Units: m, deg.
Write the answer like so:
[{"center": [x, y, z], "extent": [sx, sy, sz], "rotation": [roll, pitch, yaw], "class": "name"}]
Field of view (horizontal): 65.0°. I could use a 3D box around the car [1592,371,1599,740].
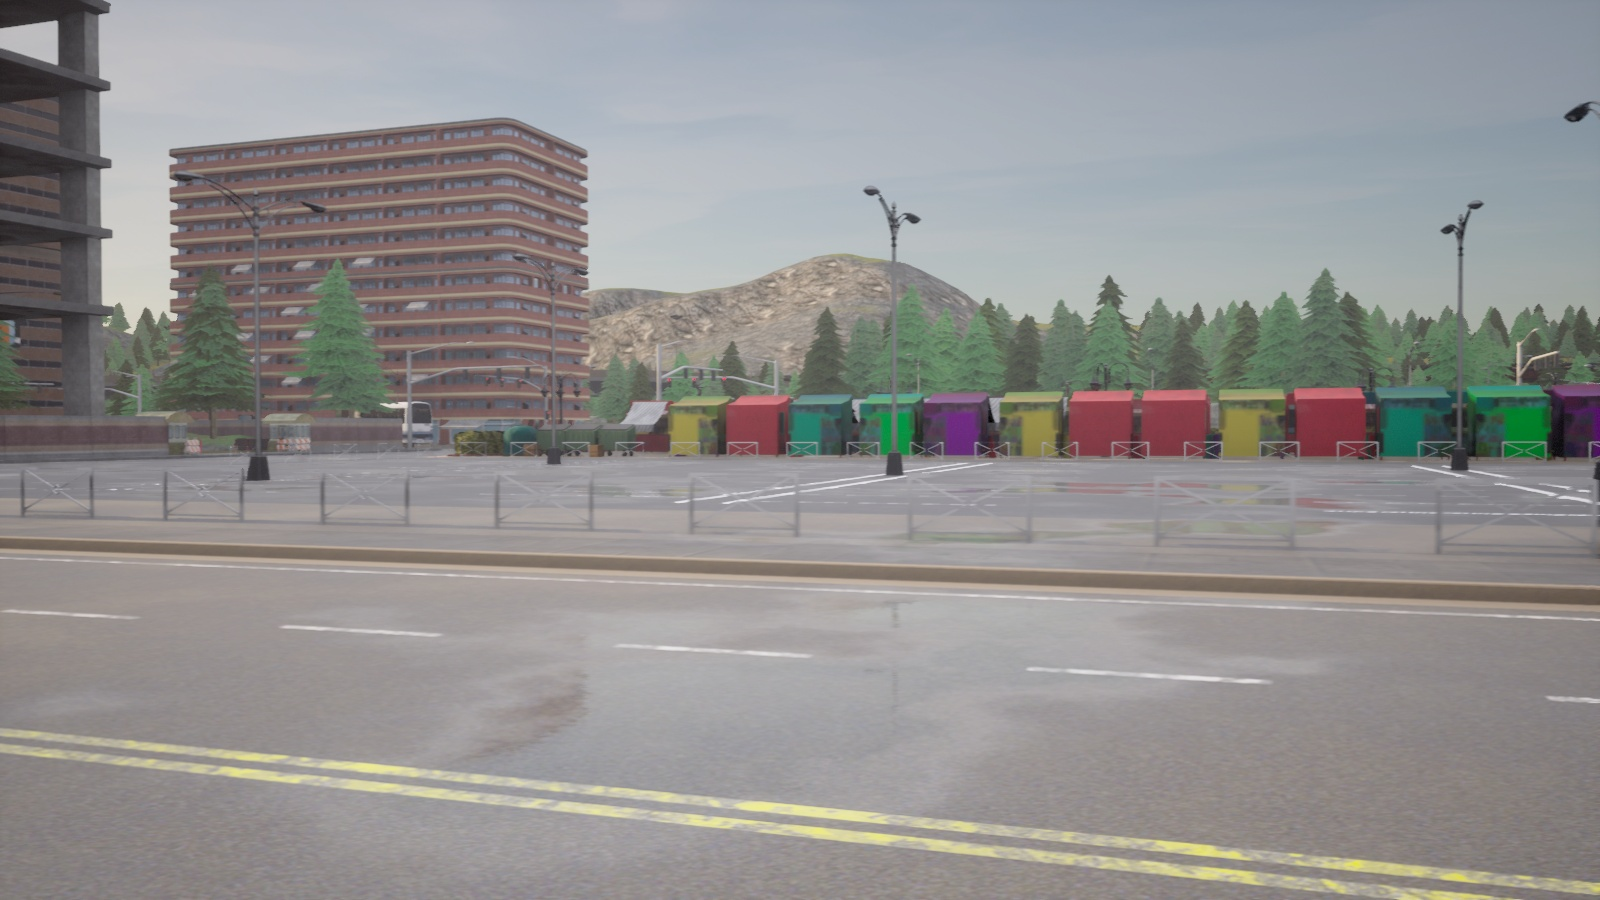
[{"center": [5.645, 0.564, 4.984], "extent": [3.866, 1.878, 1.905], "rotation": [1, 1, 19], "class": "car"}]
